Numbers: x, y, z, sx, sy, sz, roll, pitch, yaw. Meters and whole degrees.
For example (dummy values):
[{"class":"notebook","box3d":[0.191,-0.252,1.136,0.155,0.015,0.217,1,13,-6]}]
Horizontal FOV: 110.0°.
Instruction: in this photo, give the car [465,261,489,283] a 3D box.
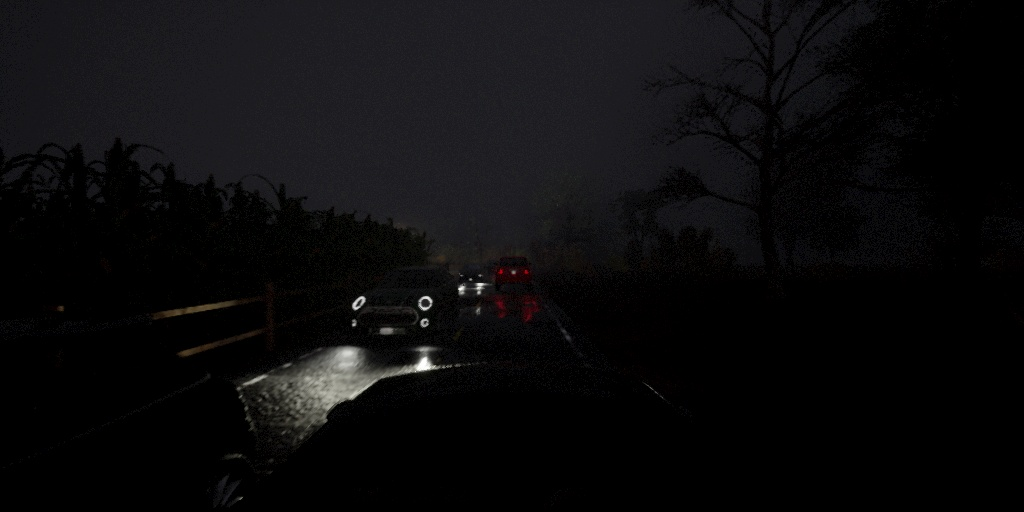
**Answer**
[{"class":"car","box3d":[-3.074,1.296,28.169,2.033,1.411,5.357,0,0,-3]}]

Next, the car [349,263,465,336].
[{"class":"car","box3d":[-2.818,1.106,10.346,2.097,1.767,4.553,0,0,0]}]

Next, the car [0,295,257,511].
[{"class":"car","box3d":[-2.842,1.102,0.588,2.097,1.767,4.553,0,0,0]}]

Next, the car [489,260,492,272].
[{"class":"car","box3d":[-2.160,1.222,39.930,1.837,1.490,4.892,0,1,-14]}]

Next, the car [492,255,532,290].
[{"class":"car","box3d":[0.065,0.978,22.537,2.150,2.045,5.566,0,1,-1]}]
